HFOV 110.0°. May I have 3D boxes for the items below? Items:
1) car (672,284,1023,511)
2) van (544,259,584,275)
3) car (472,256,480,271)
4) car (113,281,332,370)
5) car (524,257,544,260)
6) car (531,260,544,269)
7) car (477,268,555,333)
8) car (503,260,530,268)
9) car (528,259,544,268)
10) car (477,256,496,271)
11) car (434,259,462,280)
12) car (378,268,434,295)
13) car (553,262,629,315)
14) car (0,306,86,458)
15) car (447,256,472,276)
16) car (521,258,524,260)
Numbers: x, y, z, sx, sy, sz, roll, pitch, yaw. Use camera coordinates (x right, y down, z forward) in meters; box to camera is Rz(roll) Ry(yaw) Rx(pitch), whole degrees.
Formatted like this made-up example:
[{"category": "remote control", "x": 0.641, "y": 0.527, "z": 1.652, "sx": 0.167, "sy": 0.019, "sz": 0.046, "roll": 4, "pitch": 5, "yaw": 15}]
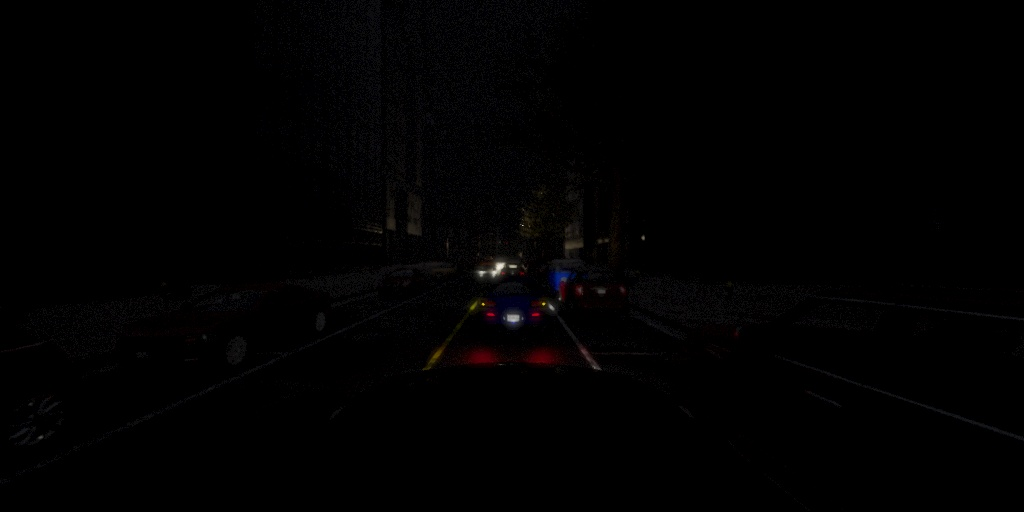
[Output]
[{"category": "car", "x": 2.857, "y": 1.063, "z": 2.101, "sx": 2.192, "sy": 1.841, "sz": 5.009, "roll": 0, "pitch": 0, "yaw": 0}, {"category": "van", "x": 2.864, "y": 1.041, "z": 19.020, "sx": 1.690, "sy": 1.789, "sz": 3.998, "roll": 0, "pitch": 0, "yaw": 0}, {"category": "car", "x": -5.652, "y": 0.972, "z": 47.227, "sx": 2.192, "sy": 1.841, "sz": 5.009, "roll": 0, "pitch": 0, "yaw": 0}, {"category": "car", "x": -5.666, "y": 1.278, "z": 7.757, "sx": 1.888, "sy": 1.381, "sz": 4.507, "roll": 0, "pitch": 0, "yaw": 0}, {"category": "car", "x": 2.872, "y": 0.977, "z": 41.576, "sx": 2.192, "sy": 1.841, "sz": 5.009, "roll": 0, "pitch": 0, "yaw": 0}, {"category": "car", "x": 2.868, "y": 1.255, "z": 30.298, "sx": 1.802, "sy": 1.307, "sz": 4.207, "roll": 0, "pitch": 0, "yaw": 0}, {"category": "car", "x": 0.055, "y": 1.250, "z": 10.523, "sx": 1.812, "sy": 1.442, "sz": 4.674, "roll": 0, "pitch": 0, "yaw": 1}, {"category": "car", "x": 0.074, "y": 1.226, "z": 27.409, "sx": 2.033, "sy": 1.411, "sz": 5.357, "roll": 0, "pitch": 0, "yaw": 0}, {"category": "car", "x": 2.869, "y": 1.233, "z": 35.935, "sx": 1.948, "sy": 1.339, "sz": 4.313, "roll": 0, "pitch": 0, "yaw": 0}, {"category": "car", "x": -3.072, "y": 1.135, "z": 47.365, "sx": 1.882, "sy": 1.535, "sz": 5.008, "roll": 0, "pitch": 0, "yaw": 0}, {"category": "car", "x": -5.658, "y": 1.199, "z": 30.141, "sx": 1.751, "sy": 1.417, "sz": 4.829, "roll": 0, "pitch": 0, "yaw": 0}, {"category": "car", "x": -5.662, "y": 1.282, "z": 19.035, "sx": 1.802, "sy": 1.307, "sz": 4.207, "roll": 0, "pitch": 0, "yaw": 0}, {"category": "car", "x": 2.862, "y": 1.156, "z": 13.380, "sx": 1.967, "sy": 1.591, "sz": 4.097, "roll": 0, "pitch": 0, "yaw": 0}, {"category": "car", "x": -5.668, "y": 1.188, "z": 2.118, "sx": 1.967, "sy": 1.591, "sz": 4.097, "roll": 0, "pitch": 0, "yaw": 0}, {"category": "car", "x": -5.656, "y": 0.981, "z": 35.948, "sx": 2.192, "sy": 1.841, "sz": 5.009, "roll": 0, "pitch": 0, "yaw": 0}, {"category": "car", "x": 2.878, "y": 1.215, "z": 58.494, "sx": 1.948, "sy": 1.339, "sz": 4.313, "roll": 0, "pitch": 0, "yaw": 0}]
